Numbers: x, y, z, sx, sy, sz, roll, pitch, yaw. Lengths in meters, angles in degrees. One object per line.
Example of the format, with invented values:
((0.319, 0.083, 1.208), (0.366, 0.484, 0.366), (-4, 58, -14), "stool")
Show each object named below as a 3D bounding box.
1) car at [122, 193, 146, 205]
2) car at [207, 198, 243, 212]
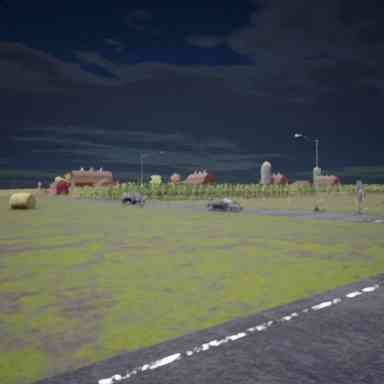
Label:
((-9.848, 1.111, 55.686), (2.150, 2.045, 5.566), (-1, 0, -35), "car")
((3.584, 1.374, 36.735), (1.812, 1.442, 4.674), (-1, 1, -36), "car")
